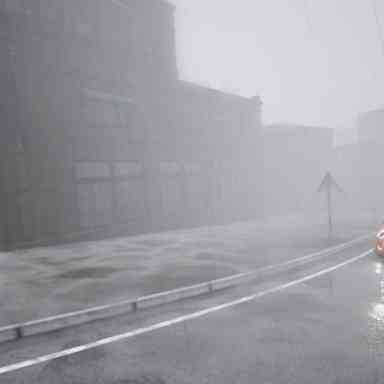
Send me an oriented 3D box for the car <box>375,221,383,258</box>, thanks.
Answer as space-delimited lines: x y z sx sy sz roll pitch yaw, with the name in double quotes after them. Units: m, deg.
8.350 1.428 12.187 2.097 1.767 4.553 -2 -1 43 "car"
